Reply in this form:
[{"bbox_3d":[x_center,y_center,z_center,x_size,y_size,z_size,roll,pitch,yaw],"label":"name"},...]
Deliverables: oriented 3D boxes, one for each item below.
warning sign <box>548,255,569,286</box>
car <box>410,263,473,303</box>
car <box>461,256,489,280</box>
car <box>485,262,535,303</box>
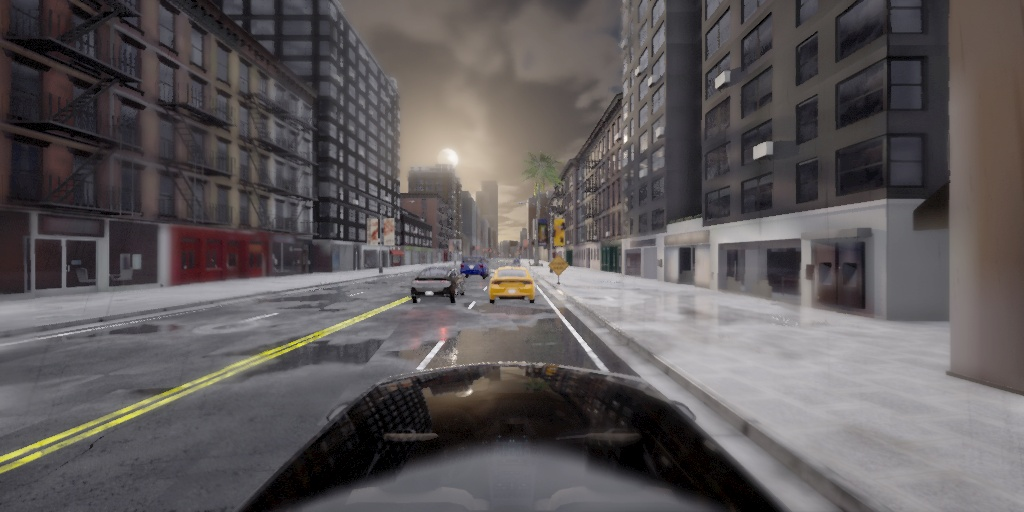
[{"bbox_3d":[2.850,0.858,21.972,1.300,1.860,1.060,0,0,0],"label":"warning sign"},{"bbox_3d":[-3.249,1.242,16.500,2.128,1.511,4.902,0,0,0],"label":"car"},{"bbox_3d":[-3.250,0.998,31.530,2.150,2.045,5.566,0,0,0],"label":"car"},{"bbox_3d":[0.000,1.231,16.500,1.882,1.535,5.008,0,0,0],"label":"car"}]
